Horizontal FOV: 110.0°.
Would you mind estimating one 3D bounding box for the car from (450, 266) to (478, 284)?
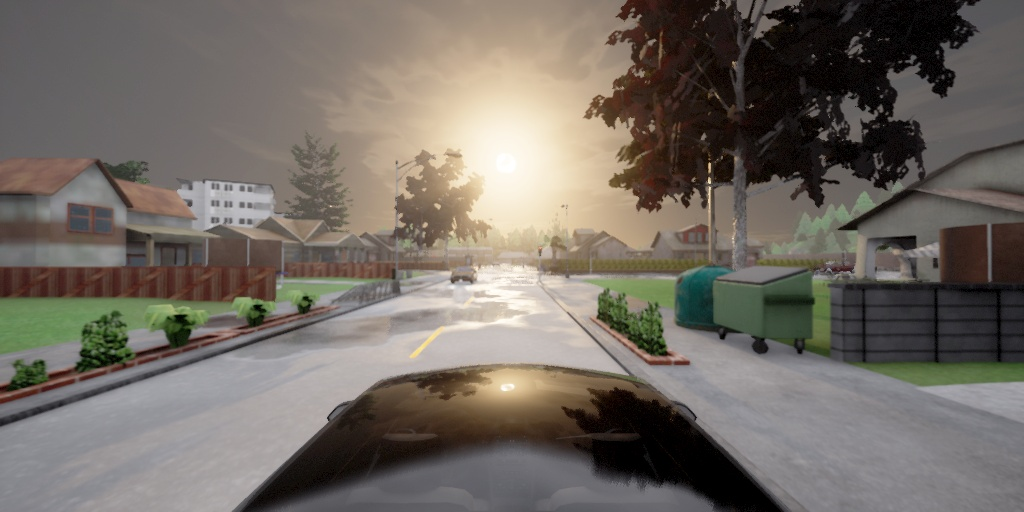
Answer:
[{"bbox_3d":[-3.989,1.570,30.598,2.033,1.411,5.357,0,-1,0],"label":"car"}]

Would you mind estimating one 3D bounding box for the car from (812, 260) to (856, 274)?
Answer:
[{"bbox_3d":[39.511,1.281,43.807,5.008,1.535,1.882,0,-1,0],"label":"car"}]
